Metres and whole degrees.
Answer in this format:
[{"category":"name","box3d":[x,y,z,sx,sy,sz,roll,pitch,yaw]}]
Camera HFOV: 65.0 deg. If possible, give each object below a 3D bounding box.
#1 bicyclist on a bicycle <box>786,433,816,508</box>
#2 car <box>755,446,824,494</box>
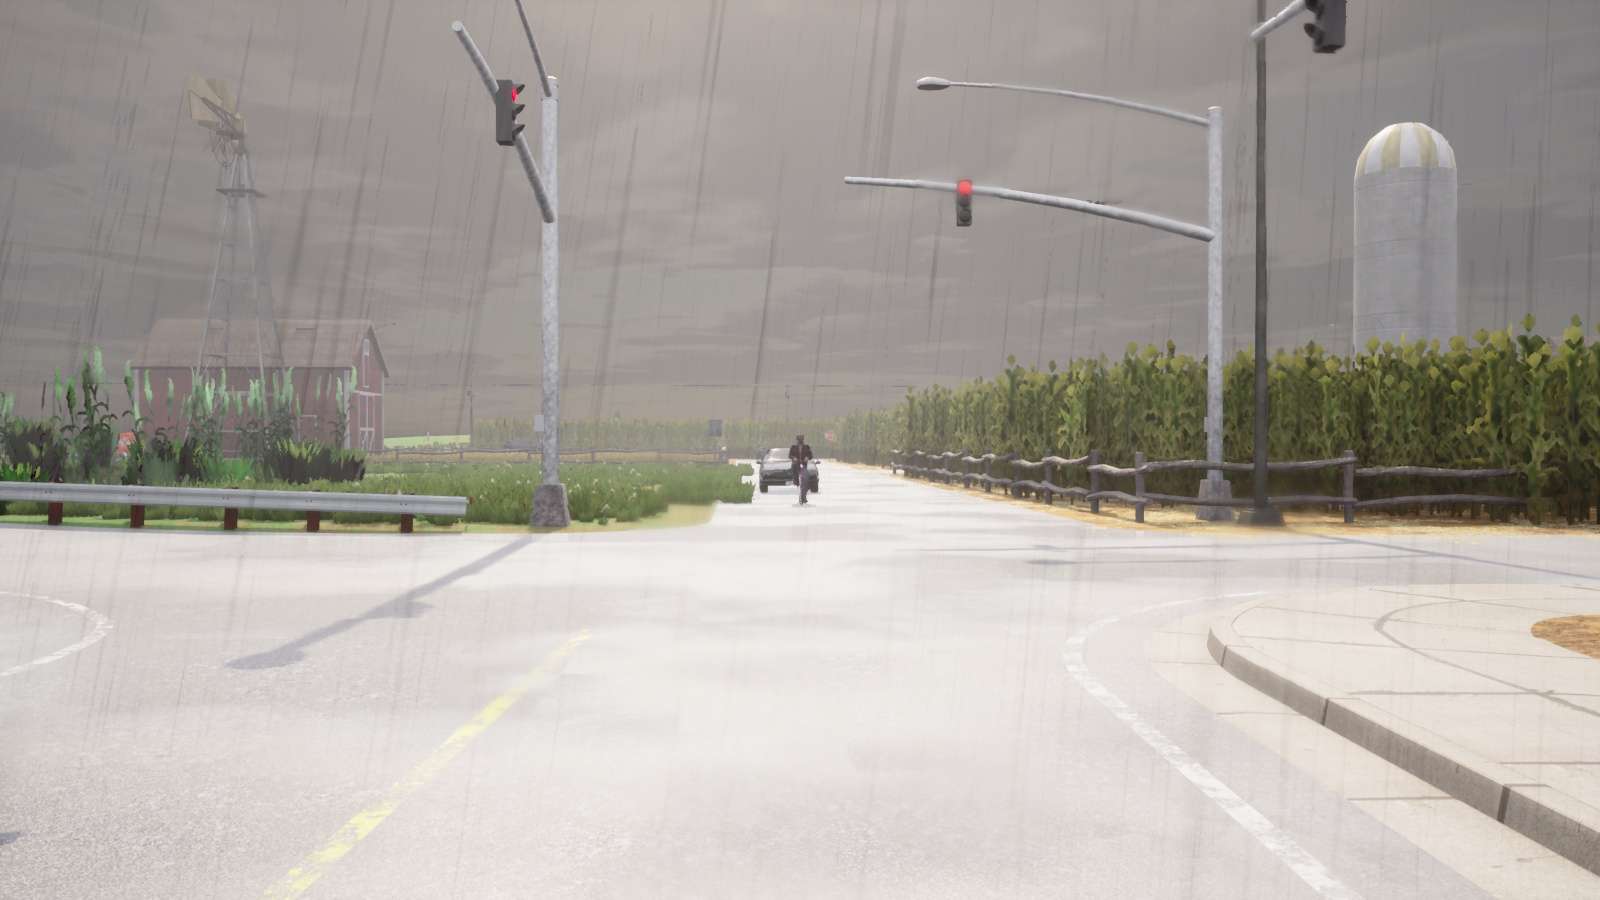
[{"category":"bicyclist on a bicycle","box3d":[0.022,0.478,30.807,0.659,1.776,1.843,0,0,-3]},{"category":"car","box3d":[-0.404,0.601,40.347,2.033,1.411,5.357,0,0,-2]}]
